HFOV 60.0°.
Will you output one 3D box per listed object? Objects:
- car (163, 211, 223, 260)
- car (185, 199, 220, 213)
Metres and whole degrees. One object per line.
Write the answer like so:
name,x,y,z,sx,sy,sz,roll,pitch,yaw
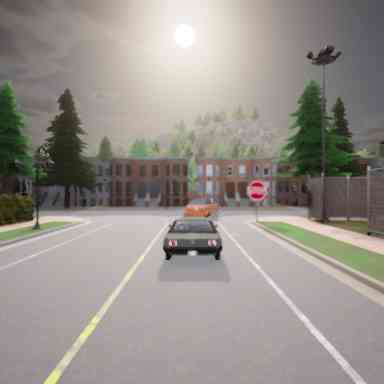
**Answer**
car,0.041,1.590,12.421,1.895,1.301,4.718,0,0,0
car,0.916,1.321,27.791,2.097,1.767,4.553,0,0,15
